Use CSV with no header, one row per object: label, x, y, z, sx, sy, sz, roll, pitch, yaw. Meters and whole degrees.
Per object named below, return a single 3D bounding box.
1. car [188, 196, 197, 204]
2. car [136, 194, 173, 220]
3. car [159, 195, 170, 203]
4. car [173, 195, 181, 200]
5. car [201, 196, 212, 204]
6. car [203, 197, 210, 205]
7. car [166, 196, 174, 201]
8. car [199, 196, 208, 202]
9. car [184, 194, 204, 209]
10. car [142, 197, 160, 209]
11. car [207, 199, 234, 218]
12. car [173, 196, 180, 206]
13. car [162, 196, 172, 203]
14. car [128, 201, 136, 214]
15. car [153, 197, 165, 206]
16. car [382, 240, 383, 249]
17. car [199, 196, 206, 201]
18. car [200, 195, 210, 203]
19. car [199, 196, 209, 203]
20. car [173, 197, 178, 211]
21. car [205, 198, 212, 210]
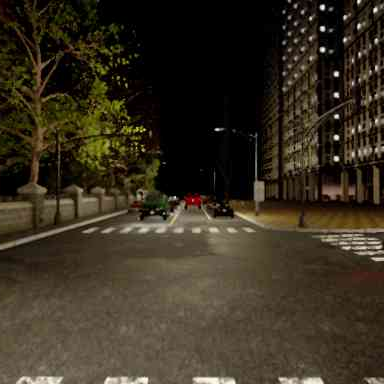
car,0.090,1.545,66.545,1.882,1.535,5.008,0,0,0
car,-3.085,1.240,28.562,2.150,2.045,5.566,0,0,0
car,-5.676,1.512,69.166,1.967,1.590,4.097,0,0,0
car,-2.990,1.543,56.325,2.128,1.511,4.902,0,0,0
car,2.703,1.503,63.533,1.967,1.590,4.097,0,0,0
car,2.699,1.597,41.004,1.947,1.339,4.313,0,0,0
car,-5.674,1.648,86.063,1.887,1.381,4.507,0,0,0
car,2.706,1.643,80.429,2.008,1.369,4.403,0,0,0
car,0.113,1.255,47.082,2.150,2.045,5.566,0,-1,0
car,-5.680,1.478,46.638,1.967,1.590,4.097,0,0,0
car,2.697,1.586,29.738,1.947,1.339,4.313,0,0,0
car,-3.017,1.638,46.100,1.895,1.301,4.718,0,0,1
car,-5.676,1.627,74.799,1.887,1.381,4.507,0,0,0
car,-5.682,1.607,35.372,1.802,1.307,4.206,0,0,0
car,-5.678,1.578,57.733,1.752,1.417,4.829,0,0,0
car,8.049,1.366,9.653,4.892,1.490,1.837,-2,-4,-11
car,2.707,1.685,86.062,1.802,1.307,4.206,0,0,0
car,2.705,1.512,69.165,1.967,1.590,4.097,0,0,0
car,2.705,1.633,74.797,2.008,1.369,4.403,0,0,0
car,-3.047,1.592,37.938,1.994,1.385,4.181,0,0,1
car,2.698,1.591,35.371,1.947,1.339,4.313,0,0,0
